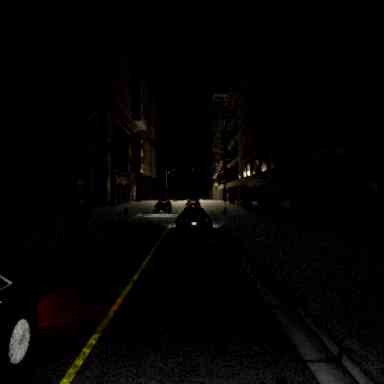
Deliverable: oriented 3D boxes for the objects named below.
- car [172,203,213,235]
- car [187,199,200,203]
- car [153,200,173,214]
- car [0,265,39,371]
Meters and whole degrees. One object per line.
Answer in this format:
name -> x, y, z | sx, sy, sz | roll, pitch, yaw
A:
car -> 0.110, 1.573, 18.881 | 1.994, 1.385, 4.181 | 0, 0, 0
car -> 0.121, 1.573, 38.712 | 2.033, 1.411, 5.357 | 0, 0, 0
car -> -3.079, 1.569, 36.147 | 2.033, 1.411, 5.357 | 0, 0, 0
car -> -3.098, 1.507, 2.866 | 1.837, 1.490, 4.892 | 0, 0, 0
